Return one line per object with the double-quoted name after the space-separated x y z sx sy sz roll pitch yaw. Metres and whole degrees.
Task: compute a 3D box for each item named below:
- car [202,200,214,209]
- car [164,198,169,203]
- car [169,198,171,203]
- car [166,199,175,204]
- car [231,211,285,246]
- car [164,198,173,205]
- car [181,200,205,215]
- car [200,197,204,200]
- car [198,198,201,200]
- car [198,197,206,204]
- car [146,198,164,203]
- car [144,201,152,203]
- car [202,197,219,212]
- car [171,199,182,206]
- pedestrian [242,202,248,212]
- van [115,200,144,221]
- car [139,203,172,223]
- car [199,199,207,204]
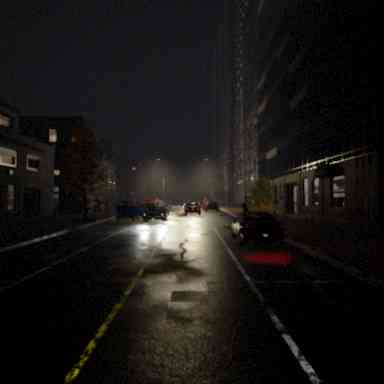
2.745 2.135 57.875 1.947 1.339 4.313 1 -1 0 "car"
-5.635 2.120 57.938 2.008 1.369 4.403 1 -1 0 "car"
-5.630 2.169 63.581 1.887 1.381 4.507 1 -1 0 "car"
-5.614 2.416 86.156 1.947 1.339 4.313 1 -1 0 "car"
3.013 1.637 16.103 1.882 1.535 5.008 0 -1 0 "car"
-5.616 2.234 80.514 1.967 1.590 4.097 1 -1 0 "car"
0.100 1.927 38.614 2.033 1.411 5.357 0 -1 1 "car"
2.744 1.828 52.235 2.192 1.841 5.009 1 -1 0 "car"
0.041 1.986 48.945 1.837 1.490 4.892 0 0 0 "car"
2.783 2.222 91.741 2.192 1.841 5.009 1 -1 0 "car"
-5.639 1.773 46.653 2.192 1.841 5.009 1 -1 0 "car"
-5.653 1.929 35.363 1.802 1.307 4.206 1 -1 0 "car"
2.738 1.898 46.590 1.967 1.590 4.097 1 -1 0 "car"
-2.947 2.166 70.601 1.882 1.535 5.008 0 -1 0 "car"
3.014 1.482 19.123 0.375 1.860 0.375 1 -1 0 "pedestrian"
-5.653 1.633 29.721 1.690 1.788 3.998 1 -1 0 "van"
-3.078 1.882 28.653 1.895 1.301 4.718 0 -1 0 "car"
2.770 2.432 86.094 1.802 1.307 4.206 1 -1 0 "car"
